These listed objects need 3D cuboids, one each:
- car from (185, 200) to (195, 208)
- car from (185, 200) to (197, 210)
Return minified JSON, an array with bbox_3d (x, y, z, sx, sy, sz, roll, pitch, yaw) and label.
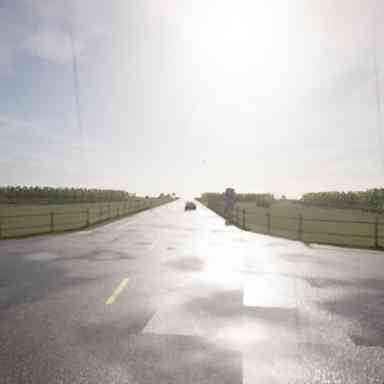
[{"bbox_3d":[-0.395,2.443,69.810,2.128,1.511,4.902,0,-1,0],"label":"car"},{"bbox_3d":[-0.191,2.316,56.160,1.994,1.385,4.181,0,-1,0],"label":"car"}]
